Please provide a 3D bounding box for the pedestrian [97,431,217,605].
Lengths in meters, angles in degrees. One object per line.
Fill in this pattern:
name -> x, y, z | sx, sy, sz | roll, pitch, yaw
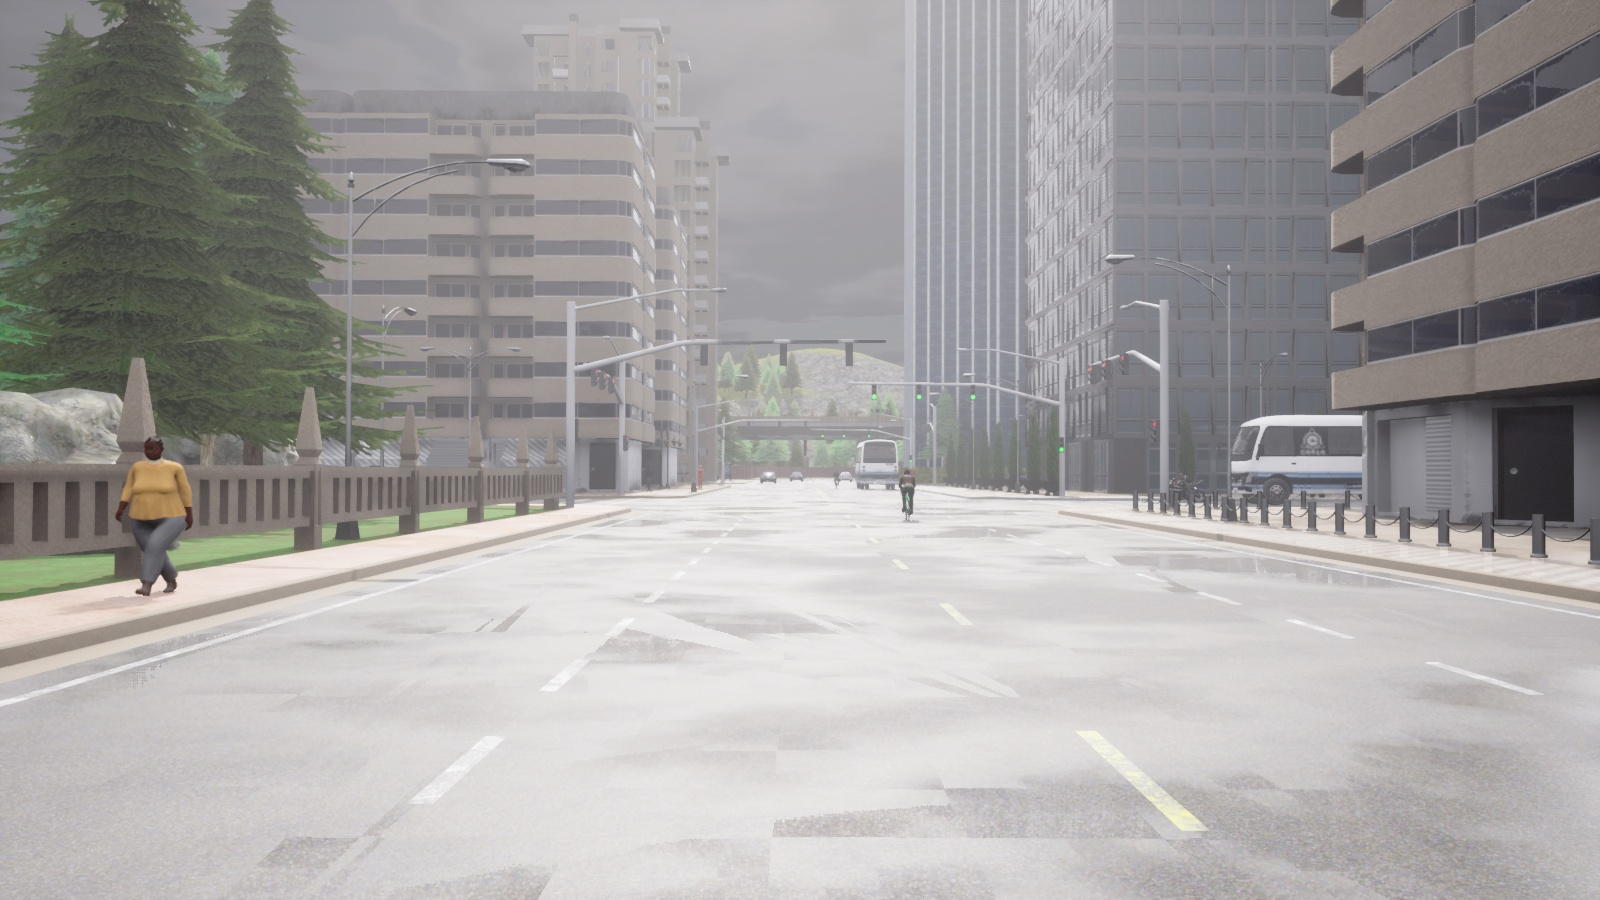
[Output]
pedestrian -> -7.074, 0.734, 13.858 | 0.874, 1.855, 0.900 | 0, -1, -2

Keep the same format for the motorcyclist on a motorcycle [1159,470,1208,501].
motorcyclist on a motorcycle -> 19.262, 1.773, 63.053 | 2.191, 1.530, 0.866 | 0, -1, 0

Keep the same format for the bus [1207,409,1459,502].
bus -> 25.076, 0.280, 59.561 | 10.273, 4.253, 3.944 | 0, -1, 0
